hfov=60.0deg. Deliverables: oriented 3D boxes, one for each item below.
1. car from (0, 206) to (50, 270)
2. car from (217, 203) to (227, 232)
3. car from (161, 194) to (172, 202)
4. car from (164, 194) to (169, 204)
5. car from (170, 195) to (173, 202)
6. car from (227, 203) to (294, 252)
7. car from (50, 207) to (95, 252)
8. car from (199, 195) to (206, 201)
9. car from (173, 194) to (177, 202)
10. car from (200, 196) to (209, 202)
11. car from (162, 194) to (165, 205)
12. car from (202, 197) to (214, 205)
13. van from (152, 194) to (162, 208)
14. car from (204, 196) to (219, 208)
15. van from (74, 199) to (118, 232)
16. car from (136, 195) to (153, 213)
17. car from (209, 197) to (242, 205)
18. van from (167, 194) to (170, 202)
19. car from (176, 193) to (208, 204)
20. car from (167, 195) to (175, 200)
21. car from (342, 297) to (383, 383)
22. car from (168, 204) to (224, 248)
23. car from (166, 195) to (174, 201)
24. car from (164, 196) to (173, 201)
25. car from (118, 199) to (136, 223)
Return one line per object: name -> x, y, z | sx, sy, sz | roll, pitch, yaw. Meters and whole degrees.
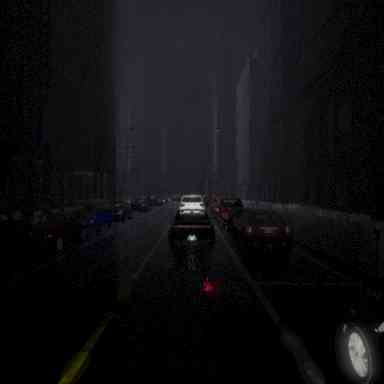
car -> -5.766, 1.312, 8.218 | 2.192, 1.841, 5.009 | 0, 0, 0
car -> 2.760, 1.563, 19.502 | 1.947, 1.339, 4.313 | 0, 0, 0
car -> -5.766, 1.321, 75.859 | 2.192, 1.841, 5.009 | 0, 0, 0
car -> -5.765, 1.550, 58.948 | 2.008, 1.369, 4.403 | 0, 0, 0
car -> -5.766, 1.444, 70.222 | 1.967, 1.590, 4.097 | 0, 0, 0
car -> 2.760, 1.437, 13.865 | 1.967, 1.590, 4.097 | 0, 0, 0
car -> -5.765, 1.542, 13.856 | 1.887, 1.381, 4.507 | 0, 0, 0
car -> 2.760, 1.593, 87.137 | 1.802, 1.307, 4.206 | 0, 0, 0
car -> -3.000, 1.484, 75.928 | 1.812, 1.442, 4.674 | 0, 0, 0
car -> 2.760, 1.588, 75.865 | 1.802, 1.307, 4.206 | 0, 0, 0
car -> -5.765, 1.523, 53.143 | 1.752, 1.417, 4.829 | 0, 0, 0
car -> 2.760, 1.565, 58.955 | 1.947, 1.339, 4.313 | 0, 0, 0
van -> -5.766, 1.338, 47.676 | 1.690, 1.788, 3.998 | 0, 0, 0
car -> 2.760, 1.437, 47.683 | 1.967, 1.590, 4.097 | 0, 0, 0
van -> -5.766, 1.338, 19.492 | 1.690, 1.788, 3.998 | 0, 0, 0
car -> -5.765, 1.437, 36.403 | 1.967, 1.590, 4.097 | 0, 0, 0
car -> 2.759, 1.312, 25.138 | 2.192, 1.841, 5.009 | 0, 0, 0
van -> -5.766, 1.342, 64.585 | 1.690, 1.788, 3.998 | 0, 0, 0
car -> 0.000, 1.255, 29.680 | 2.150, 2.045, 5.566 | 0, 0, 0
car -> -5.765, 1.566, 92.768 | 2.008, 1.369, 4.403 | 0, 0, 0
car -> 2.760, 1.548, 2.593 | 2.008, 1.369, 4.403 | 0, 0, 0
car -> 0.000, 1.493, 14.650 | 2.128, 1.511, 4.902 | 0, 0, 0
car -> -5.765, 1.577, 87.132 | 1.947, 1.339, 4.313 | 0, 0, 0
car -> -5.765, 1.575, 81.496 | 1.947, 1.339, 4.313 | 0, 0, 0
car -> -5.765, 1.437, 25.129 | 1.967, 1.590, 4.097 | 0, 0, 0
